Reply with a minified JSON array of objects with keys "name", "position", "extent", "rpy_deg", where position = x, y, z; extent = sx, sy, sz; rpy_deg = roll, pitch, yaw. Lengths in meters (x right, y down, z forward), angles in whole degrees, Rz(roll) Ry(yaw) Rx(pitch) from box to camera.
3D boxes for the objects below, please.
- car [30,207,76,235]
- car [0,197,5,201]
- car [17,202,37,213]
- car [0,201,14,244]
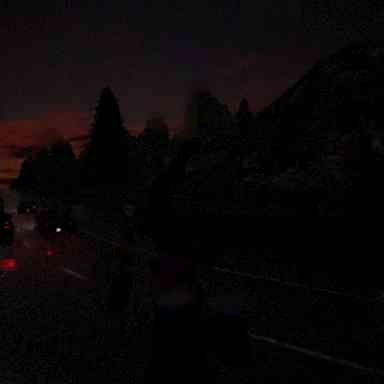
[{"name":"car","position":[-8.575,1.829,20.515],"extent":[1.895,1.301,4.718],"rpy_deg":[0,0,-30]},{"name":"car","position":[-22.029,1.413,36.619],"extent":[2.150,2.045,5.566],"rpy_deg":[0,0,-30]},{"name":"car","position":[-19.708,1.800,39.576],"extent":[1.895,1.301,4.718],"rpy_deg":[0,0,-30]},{"name":"car","position":[-10.206,1.557,16.608],"extent":[2.097,1.767,4.553],"rpy_deg":[0,0,-31]}]
